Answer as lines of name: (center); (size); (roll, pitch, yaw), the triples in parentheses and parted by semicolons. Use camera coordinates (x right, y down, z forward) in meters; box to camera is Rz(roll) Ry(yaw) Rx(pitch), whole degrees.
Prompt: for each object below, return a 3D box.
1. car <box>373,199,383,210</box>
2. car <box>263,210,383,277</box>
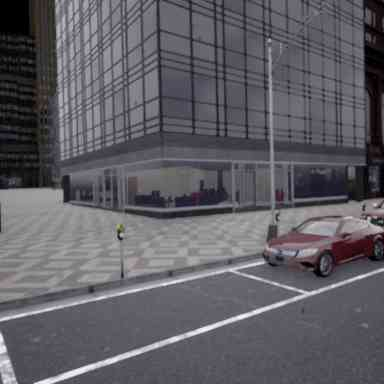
car: (8.274, 0.923, 12.478); (5.009, 1.841, 2.192); (-2, 1, -35)
car: (3.851, 1.341, 9.352); (4.206, 1.307, 1.802); (-2, 1, -35)
